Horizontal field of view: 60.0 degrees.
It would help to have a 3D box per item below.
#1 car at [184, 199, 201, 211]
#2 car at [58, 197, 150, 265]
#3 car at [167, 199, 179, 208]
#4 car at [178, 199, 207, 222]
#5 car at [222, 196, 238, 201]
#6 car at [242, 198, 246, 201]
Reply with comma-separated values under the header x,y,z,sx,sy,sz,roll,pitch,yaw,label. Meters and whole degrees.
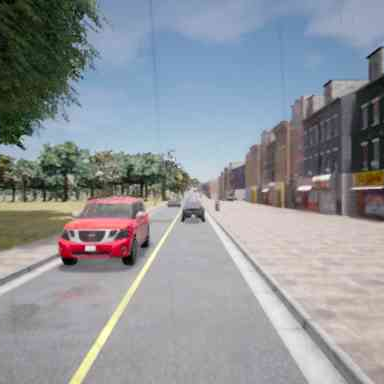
x,y,z,sx,sy,sz,roll,pitch,yaw,label
0.095,1.661,43.479,2.128,1.511,4.902,0,0,0,car
-2.838,1.233,12.085,2.150,2.045,5.566,0,0,0,car
-2.821,1.798,52.534,1.994,1.385,4.181,0,0,0,car
0.099,1.569,27.069,1.837,1.490,4.892,0,0,0,car
10.424,1.920,91.671,4.403,1.369,2.008,-1,1,0,car
15.956,1.830,91.670,4.206,1.307,1.802,-1,1,0,car
